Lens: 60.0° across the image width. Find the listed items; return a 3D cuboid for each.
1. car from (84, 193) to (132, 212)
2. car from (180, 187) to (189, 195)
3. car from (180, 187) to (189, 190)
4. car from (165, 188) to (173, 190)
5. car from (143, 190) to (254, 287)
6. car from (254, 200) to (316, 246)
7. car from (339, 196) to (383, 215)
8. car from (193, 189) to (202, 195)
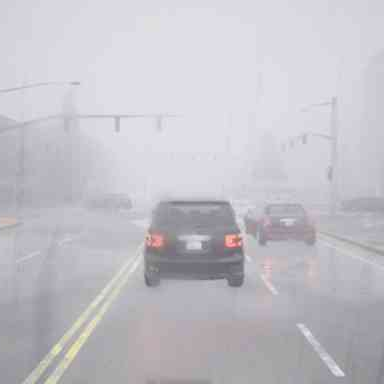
[{"bbox_3d":[-7.947,0.848,31.292,4.553,1.767,2.097,1,1,30],"label":"car"},{"bbox_3d":[-2.063,-0.311,90.474,2.150,2.045,5.566,0,1,-1],"label":"car"},{"bbox_3d":[-1.814,0.208,80.253,1.837,1.490,4.892,0,1,-1],"label":"car"},{"bbox_3d":[-5.204,0.010,75.689,2.150,2.045,5.566,0,1,-1],"label":"car"},{"bbox_3d":[0.051,1.075,9.023,2.150,2.045,5.566,0,1,0],"label":"car"},{"bbox_3d":[3.531,1.124,14.202,2.097,1.767,4.553,0,1,0],"label":"car"},{"bbox_3d":[14.577,1.070,27.057,4.892,1.490,1.837,0,0,-1],"label":"car"},{"bbox_3d":[1.436,-0.012,90.533,2.128,1.511,4.902,0,1,-1],"label":"car"}]
